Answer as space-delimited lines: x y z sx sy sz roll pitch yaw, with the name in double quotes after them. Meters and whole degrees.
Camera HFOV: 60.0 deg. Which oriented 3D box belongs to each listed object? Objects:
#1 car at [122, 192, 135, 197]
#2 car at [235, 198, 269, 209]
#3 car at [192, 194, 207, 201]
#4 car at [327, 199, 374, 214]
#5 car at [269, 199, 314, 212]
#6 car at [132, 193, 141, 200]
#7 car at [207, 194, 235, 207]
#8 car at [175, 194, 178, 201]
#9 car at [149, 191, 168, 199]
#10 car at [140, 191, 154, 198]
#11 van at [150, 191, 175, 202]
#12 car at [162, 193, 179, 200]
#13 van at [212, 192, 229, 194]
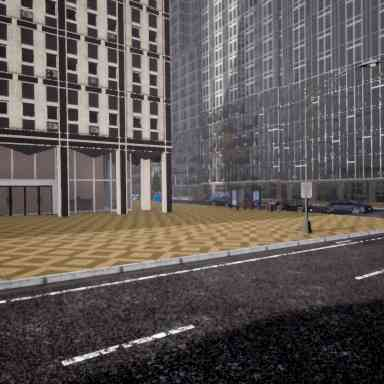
-17.543 0.689 91.577 2.008 1.369 4.403 0 1 -34 "car"
7.551 1.388 39.884 1.802 1.307 4.206 0 1 -34 "car"
1.719 1.043 63.437 1.802 1.307 4.206 0 1 -34 "car"
15.577 1.420 32.958 1.994 1.385 4.181 -1 1 -35 "car"
10.747 1.424 35.182 1.947 1.339 4.313 0 1 -34 "car"
-11.618 1.040 68.085 2.008 1.369 4.403 0 1 -34 "car"
4.389 1.320 44.606 1.947 1.339 4.313 0 1 -34 "car"
-4.621 1.127 62.612 1.895 1.301 4.718 -1 1 -34 "car"
-7.913 0.615 77.505 2.192 1.841 5.009 0 1 -34 "car"
-11.123 0.686 82.196 1.967 1.590 4.097 0 1 -34 "car"
-5.197 0.937 58.703 1.690 1.788 3.998 0 1 -34 "van"
-4.702 0.936 72.818 1.802 1.307 4.206 0 1 -34 "car"
4.928 0.855 58.744 1.690 1.788 3.998 0 1 -34 "van"
